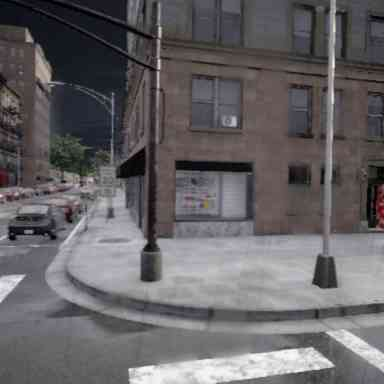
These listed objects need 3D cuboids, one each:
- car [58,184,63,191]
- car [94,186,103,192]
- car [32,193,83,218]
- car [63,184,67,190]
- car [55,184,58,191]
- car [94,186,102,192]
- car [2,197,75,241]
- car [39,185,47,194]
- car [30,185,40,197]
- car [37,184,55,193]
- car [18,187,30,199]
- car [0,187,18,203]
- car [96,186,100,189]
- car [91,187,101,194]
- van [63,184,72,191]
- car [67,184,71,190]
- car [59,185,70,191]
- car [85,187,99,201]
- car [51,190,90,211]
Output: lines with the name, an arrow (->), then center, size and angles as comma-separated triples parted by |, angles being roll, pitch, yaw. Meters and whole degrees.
car -> -27.175, -0.436, 65.250 | 1.802, 1.307, 4.206 | 1, 1, -14
car -> -23.288, -0.807, 83.131 | 2.008, 1.369, 4.403 | 1, 1, -14
car -> -7.626, 0.971, 19.264 | 1.887, 1.381, 4.507 | 1, 1, -14
car -> -28.473, -0.852, 70.566 | 2.192, 1.841, 5.009 | 1, 1, -14
car -> -25.830, -0.340, 59.761 | 1.752, 1.417, 4.829 | 1, 1, -14
car -> -21.984, -0.628, 77.810 | 1.802, 1.307, 4.206 | 1, 1, -14
car -> -6.321, 1.127, 13.942 | 2.008, 1.369, 4.403 | 1, 1, -14
car -> -23.265, -0.007, 49.281 | 1.947, 1.339, 4.313 | 1, 1, -14
car -> -21.961, 0.127, 43.958 | 2.008, 1.369, 4.403 | 1, 1, -14
car -> -24.563, -0.406, 54.598 | 2.192, 1.841, 5.009 | 1, 1, -14
car -> -20.655, 0.166, 38.632 | 1.967, 1.590, 4.097 | 1, 1, -14
car -> -19.352, 0.315, 33.310 | 1.967, 1.590, 4.097 | 1, 1, -14
car -> -14.152, 0.233, 45.875 | 2.008, 1.369, 4.403 | 1, 1, -14
car -> -19.373, -0.368, 67.165 | 1.887, 1.381, 4.507 | 1, 1, -14
van -> -32.383, -1.270, 86.536 | 1.690, 1.788, 3.998 | 1, 1, -14
car -> -29.776, -1.000, 75.890 | 2.192, 1.841, 5.009 | 1, 1, -14
car -> -31.084, -0.919, 81.217 | 1.887, 1.381, 4.507 | 1, 1, -14
car -> -12.847, 0.382, 40.553 | 2.008, 1.369, 4.403 | 1, 1, -14
car -> -8.931, 0.828, 24.586 | 2.008, 1.369, 4.403 | 1, 1, -14
